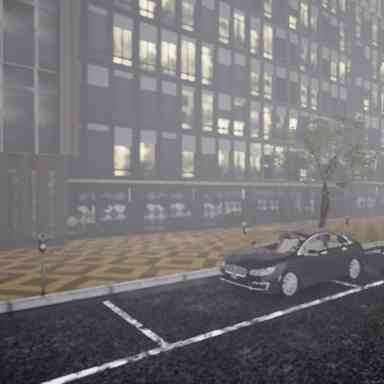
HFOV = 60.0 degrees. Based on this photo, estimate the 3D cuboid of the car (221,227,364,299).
[{"bbox_3d":[2.697,1.615,8.494,4.403,1.369,2.008,1,-1,-35],"label":"car"}]
